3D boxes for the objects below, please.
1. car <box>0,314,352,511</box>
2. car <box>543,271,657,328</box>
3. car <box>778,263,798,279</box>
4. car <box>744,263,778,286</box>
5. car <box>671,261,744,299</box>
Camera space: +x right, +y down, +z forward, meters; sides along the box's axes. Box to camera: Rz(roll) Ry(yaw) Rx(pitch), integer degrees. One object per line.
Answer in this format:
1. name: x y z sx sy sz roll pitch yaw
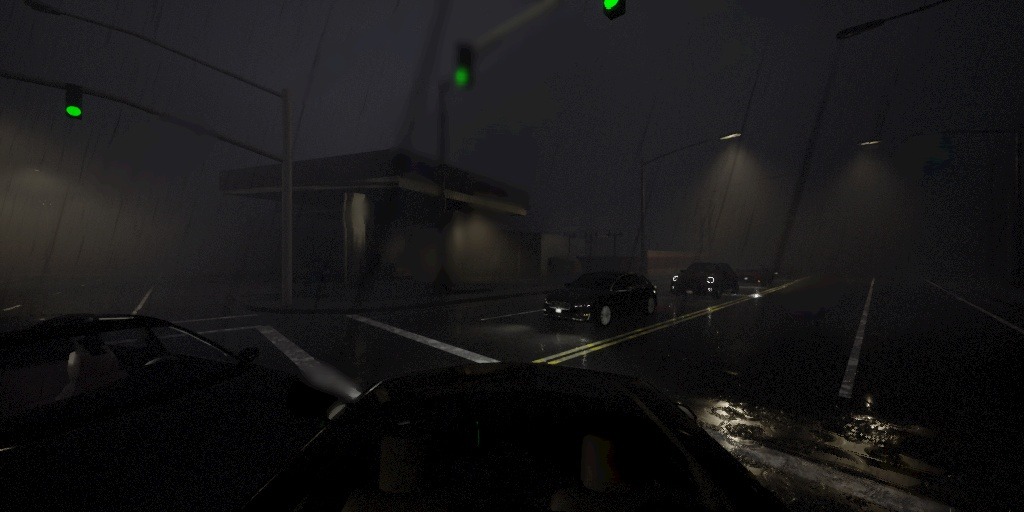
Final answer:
1. car: -3.393 1.242 2.634 4.902 1.511 2.128 0 0 15
2. car: 3.006 1.255 11.584 4.892 1.490 1.837 0 0 -45
3. car: 24.129 1.314 32.166 4.181 1.385 1.994 0 0 -44
4. car: 16.919 1.314 25.190 1.994 1.385 4.181 0 0 45
5. car: 9.918 1.102 18.355 4.553 1.767 2.097 0 0 -44
